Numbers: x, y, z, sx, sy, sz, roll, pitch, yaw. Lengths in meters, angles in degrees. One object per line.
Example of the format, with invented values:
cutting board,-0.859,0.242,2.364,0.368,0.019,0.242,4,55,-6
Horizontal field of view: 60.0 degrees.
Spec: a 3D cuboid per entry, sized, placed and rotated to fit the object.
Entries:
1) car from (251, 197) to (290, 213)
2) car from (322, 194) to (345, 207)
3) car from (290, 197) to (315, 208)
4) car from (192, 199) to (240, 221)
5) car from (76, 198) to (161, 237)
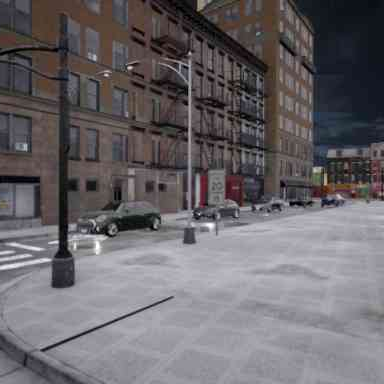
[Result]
car,7.525,1.221,32.869,2.128,1.511,4.902,0,1,36
car,18.642,0.994,43.720,2.097,1.767,4.553,0,0,36
car,13.672,1.264,41.347,1.895,1.301,4.718,0,0,36
car,1.902,1.302,25.054,1.837,1.490,4.892,0,0,36
car,-3.699,1.217,17.308,2.097,1.767,4.553,0,1,37
